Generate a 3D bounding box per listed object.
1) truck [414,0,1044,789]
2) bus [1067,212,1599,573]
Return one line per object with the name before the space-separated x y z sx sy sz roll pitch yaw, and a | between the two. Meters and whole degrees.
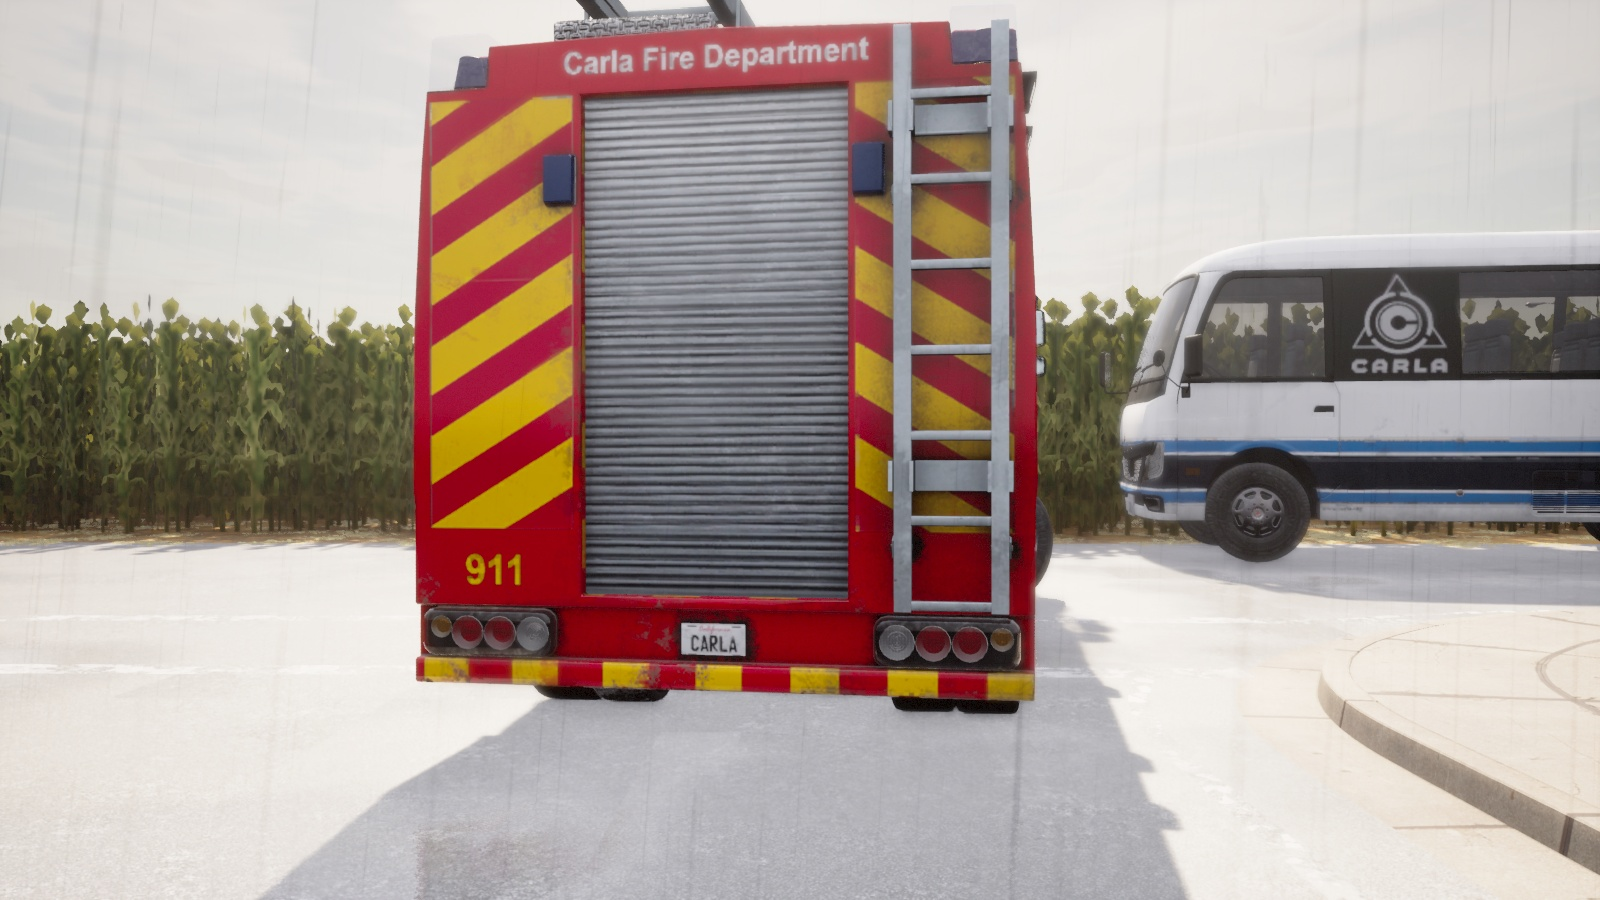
truck | 0.310 -0.466 9.815 2.891 3.827 8.468 0 0 9
bus | 8.975 -0.691 16.848 10.273 4.253 3.944 0 0 8
